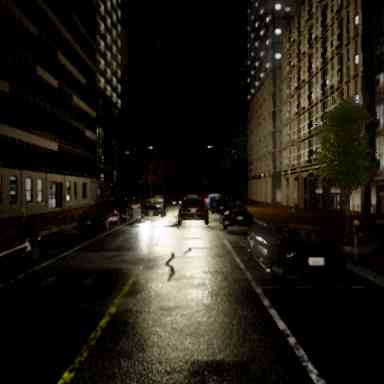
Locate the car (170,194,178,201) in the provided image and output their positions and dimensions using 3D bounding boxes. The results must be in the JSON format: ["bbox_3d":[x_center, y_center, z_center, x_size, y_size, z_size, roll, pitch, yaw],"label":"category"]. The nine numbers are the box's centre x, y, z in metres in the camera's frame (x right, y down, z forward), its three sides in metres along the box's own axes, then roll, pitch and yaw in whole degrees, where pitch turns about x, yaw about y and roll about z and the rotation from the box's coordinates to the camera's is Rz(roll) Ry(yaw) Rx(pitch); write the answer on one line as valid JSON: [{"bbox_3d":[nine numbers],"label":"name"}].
[{"bbox_3d":[-3.028,1.206,68.983,2.033,1.411,5.357,0,0,0],"label":"car"}]

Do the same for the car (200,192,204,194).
[{"bbox_3d":[0.083,1.168,42.100,2.097,1.767,4.553,0,0,0],"label":"car"}]

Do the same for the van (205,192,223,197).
[{"bbox_3d":[2.678,1.178,37.730,1.690,1.788,3.998,0,0,0],"label":"van"}]

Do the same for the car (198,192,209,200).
[{"bbox_3d":[2.663,0.946,77.574,2.192,1.841,5.009,0,0,0],"label":"car"}]

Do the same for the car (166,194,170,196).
[{"bbox_3d":[-5.712,1.273,60.506,2.008,1.369,4.403,0,0,0],"label":"car"}]

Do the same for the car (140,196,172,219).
[{"bbox_3d":[-3.110,1.374,27.763,2.128,1.511,4.902,0,0,0],"label":"car"}]

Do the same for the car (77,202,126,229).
[{"bbox_3d":[-5.696,1.458,20.658,1.887,1.381,4.507,0,0,0],"label":"car"}]

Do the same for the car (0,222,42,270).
[{"bbox_3d":[-5.692,1.544,9.273,1.802,1.307,4.206,0,0,0],"label":"car"}]

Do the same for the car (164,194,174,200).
[{"bbox_3d":[-5.721,1.150,83.275,2.008,1.369,4.403,0,0,0],"label":"car"}]

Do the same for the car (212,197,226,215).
[{"bbox_3d":[2.680,1.429,32.037,1.947,1.339,4.313,0,0,0],"label":"car"}]

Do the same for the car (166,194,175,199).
[{"bbox_3d":[-5.724,1.132,88.968,1.947,1.339,4.313,0,0,0],"label":"car"}]

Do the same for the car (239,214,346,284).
[{"bbox_3d":[2.688,1.528,9.269,1.947,1.339,4.313,0,0,0],"label":"car"}]

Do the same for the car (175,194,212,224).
[{"bbox_3d":[0.091,1.251,24.025,2.097,1.767,4.553,0,0,0],"label":"car"}]

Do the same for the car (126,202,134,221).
[{"bbox_3d":[-5.699,1.455,26.350,1.947,1.339,4.313,0,0,0],"label":"car"}]

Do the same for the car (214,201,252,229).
[{"bbox_3d":[2.684,1.480,20.653,1.947,1.339,4.313,0,0,0],"label":"car"}]
